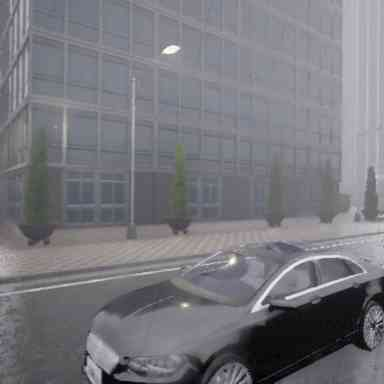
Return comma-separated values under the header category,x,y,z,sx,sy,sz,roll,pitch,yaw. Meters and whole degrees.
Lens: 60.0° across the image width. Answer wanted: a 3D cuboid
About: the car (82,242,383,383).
category,x,y,z,sx,sy,sz,roll,pitch,yaw
car,1.008,1.537,4.745,4.902,1.511,2.128,1,0,-36
